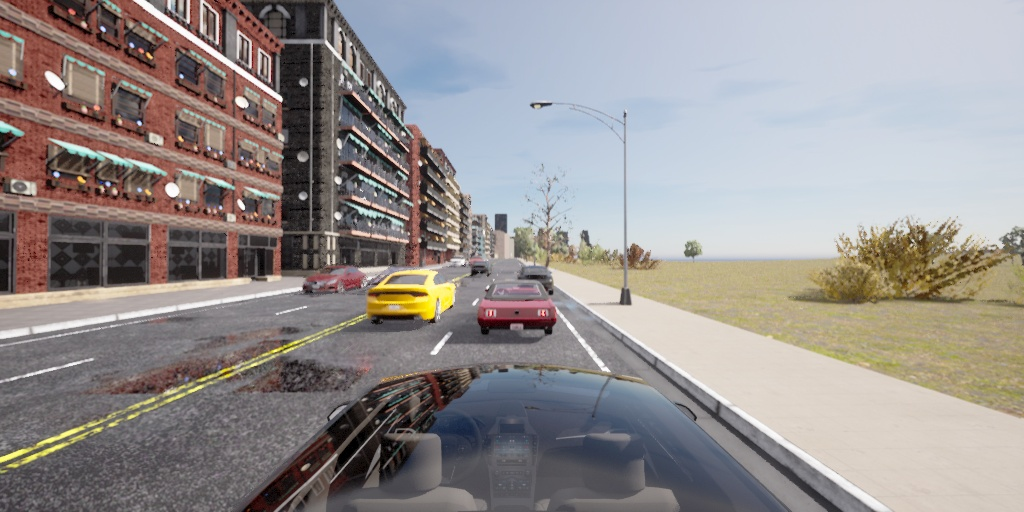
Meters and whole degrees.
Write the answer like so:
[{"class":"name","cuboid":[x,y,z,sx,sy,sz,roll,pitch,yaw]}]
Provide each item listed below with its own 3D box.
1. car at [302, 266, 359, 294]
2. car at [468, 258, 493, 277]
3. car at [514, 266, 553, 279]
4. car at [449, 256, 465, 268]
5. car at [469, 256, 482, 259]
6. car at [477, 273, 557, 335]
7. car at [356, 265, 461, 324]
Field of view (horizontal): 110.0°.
[{"class":"car","cuboid":[-9.792,1.276,20.218,1.812,1.442,4.674,0,0,0]},{"class":"car","cuboid":[-3.040,1.254,36.091,1.837,1.490,4.892,0,0,0]},{"class":"car","cuboid":[1.194,1.256,19.708,1.837,1.490,4.892,0,0,0]},{"class":"car","cuboid":[-9.615,0.965,63.100,2.150,2.045,5.566,0,0,1]},{"class":"car","cuboid":[-6.366,0.966,63.243,2.150,2.045,5.566,0,0,1]},{"class":"car","cuboid":[0.128,1.352,10.506,1.895,1.301,4.718,0,0,0]},{"class":"car","cuboid":[-3.118,1.228,11.992,1.882,1.535,5.008,0,0,0]}]
